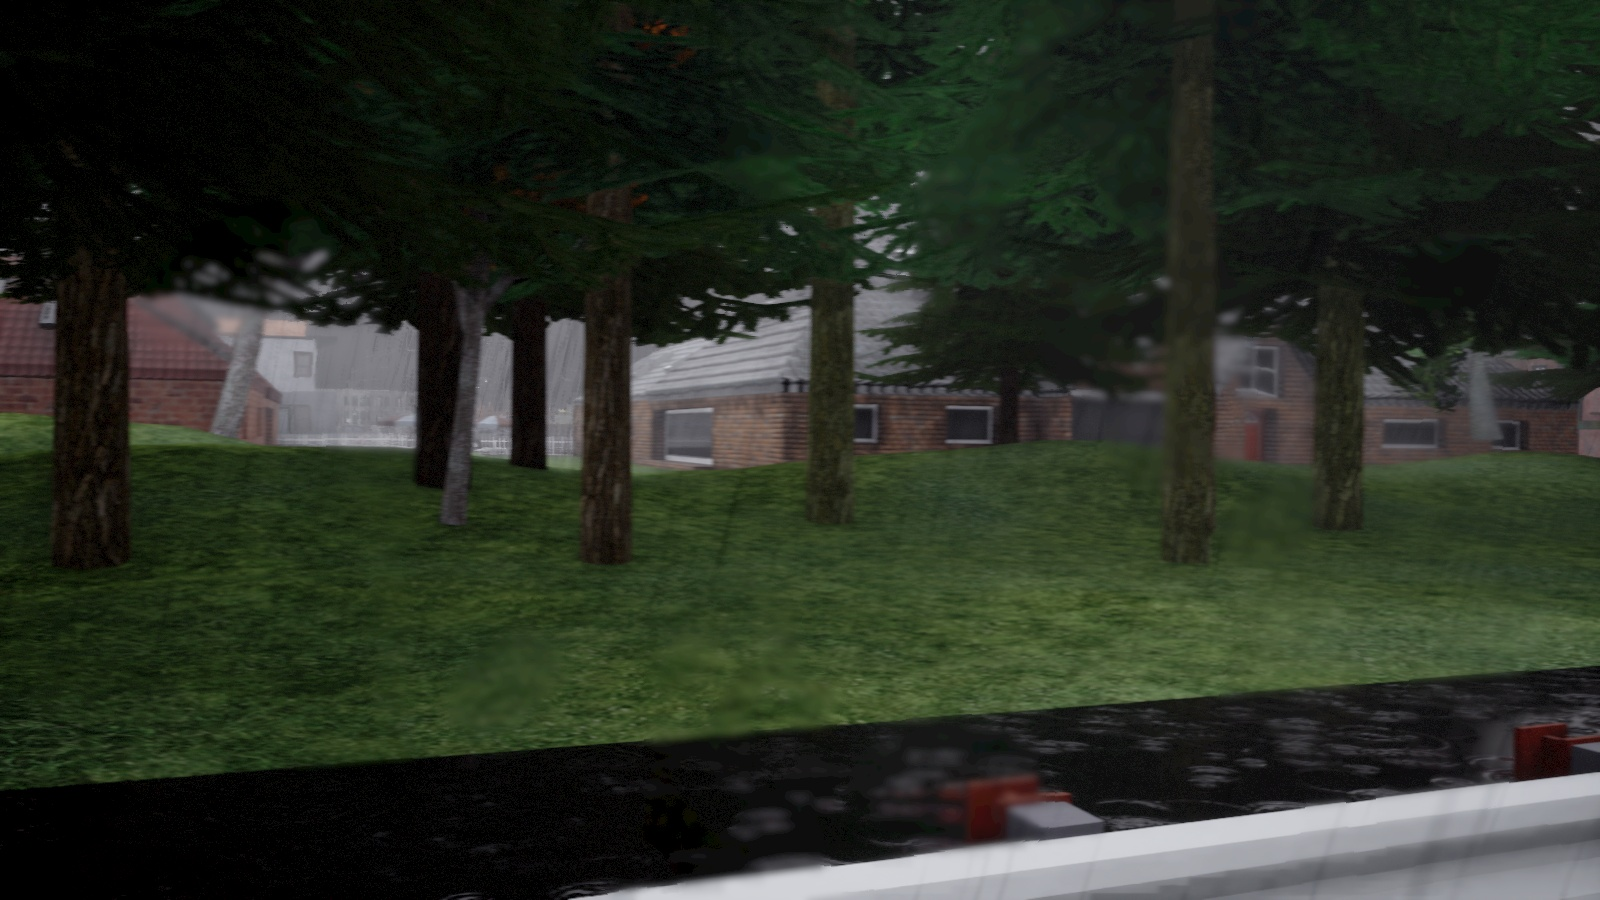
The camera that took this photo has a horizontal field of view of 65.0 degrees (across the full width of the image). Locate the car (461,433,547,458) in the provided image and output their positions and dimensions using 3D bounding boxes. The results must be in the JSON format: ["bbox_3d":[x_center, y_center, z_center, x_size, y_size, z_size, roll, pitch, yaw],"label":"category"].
[{"bbox_3d":[-18.433,-0.294,78.221,4.902,1.511,2.128,0,1,24],"label":"car"}]
